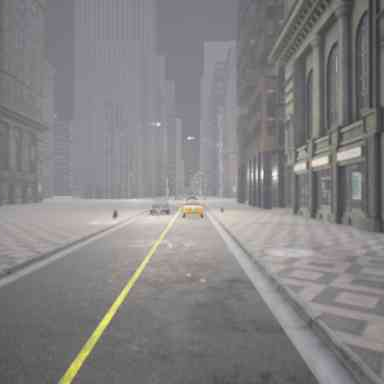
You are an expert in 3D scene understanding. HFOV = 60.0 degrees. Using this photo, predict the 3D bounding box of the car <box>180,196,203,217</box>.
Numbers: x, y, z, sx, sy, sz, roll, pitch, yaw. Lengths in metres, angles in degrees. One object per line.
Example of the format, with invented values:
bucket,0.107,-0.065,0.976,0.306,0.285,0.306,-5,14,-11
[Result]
car,0.091,1.451,31.039,1.801,1.575,5.366,0,0,0

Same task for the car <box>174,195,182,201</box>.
car,-3.017,1.366,75.618,1.837,1.490,4.892,0,0,0

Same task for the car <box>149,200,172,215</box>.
car,-3.095,1.517,33.339,1.812,1.442,4.674,0,0,0

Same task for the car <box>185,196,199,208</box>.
car,0.028,1.418,48.695,2.033,1.649,4.856,0,0,0
